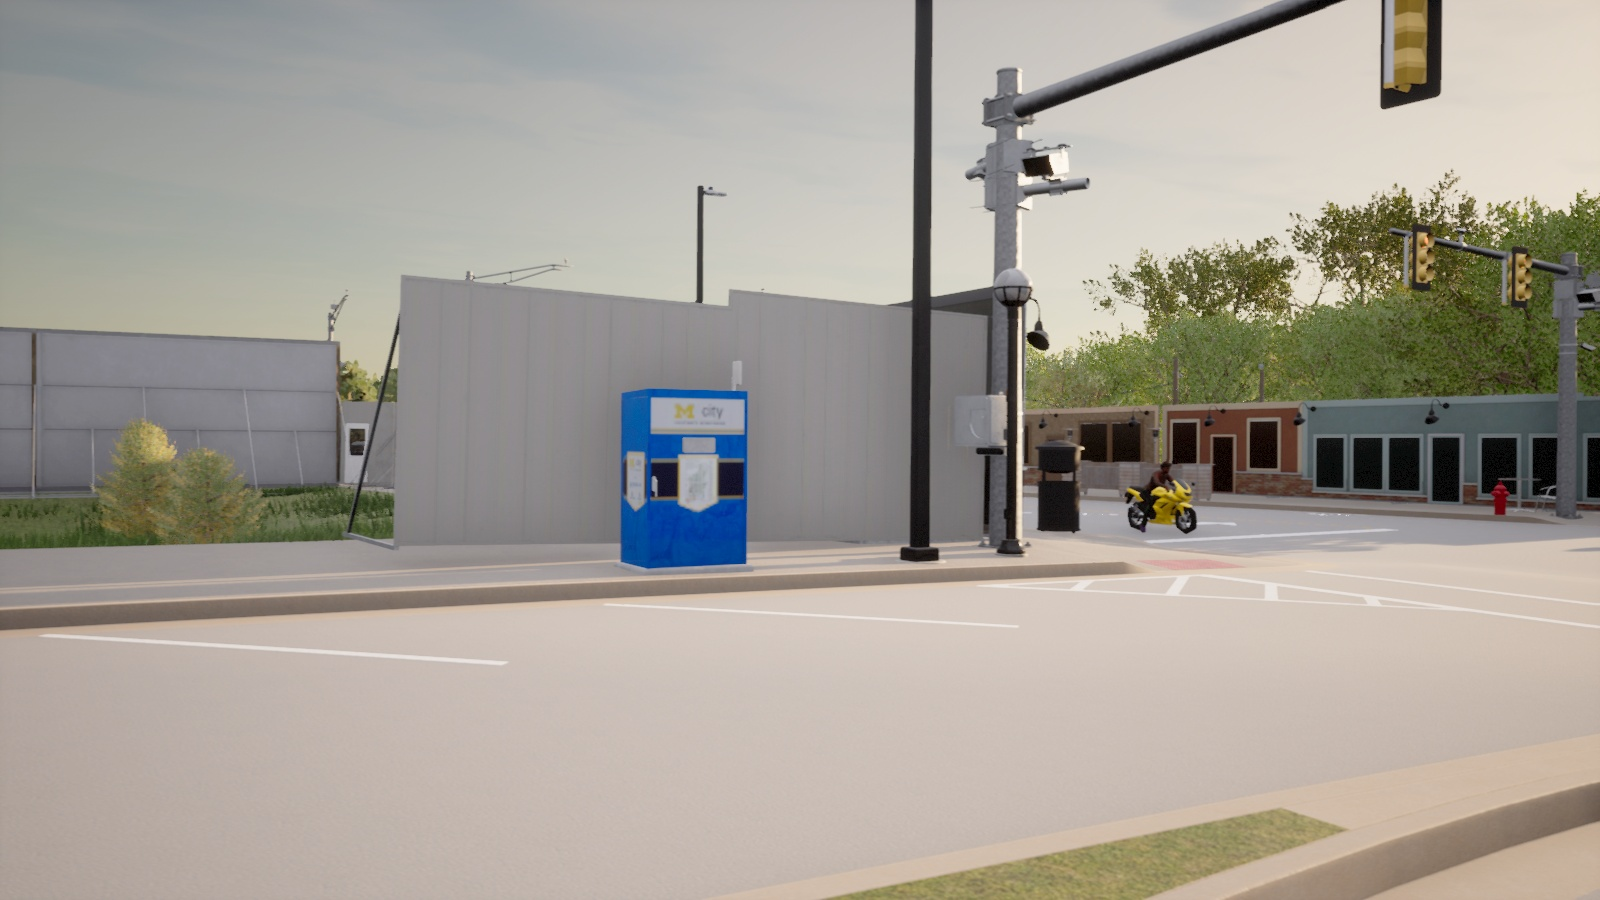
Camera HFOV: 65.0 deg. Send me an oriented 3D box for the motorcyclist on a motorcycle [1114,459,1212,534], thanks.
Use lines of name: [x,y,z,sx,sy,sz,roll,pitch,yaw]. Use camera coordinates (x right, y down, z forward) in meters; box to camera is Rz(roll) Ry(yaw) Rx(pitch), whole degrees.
motorcyclist on a motorcycle: [7.720,0.966,26.807,0.797,1.523,2.044,0,0,-29]
